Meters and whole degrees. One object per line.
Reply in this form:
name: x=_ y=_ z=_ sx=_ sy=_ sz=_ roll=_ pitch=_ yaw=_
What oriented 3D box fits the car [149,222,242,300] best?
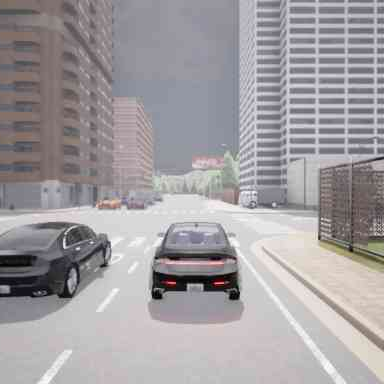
car: x=0.107 y=1.491 z=8.364 sx=2.128 sy=1.511 sz=4.902 roll=0 pitch=0 yaw=1

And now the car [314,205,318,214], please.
car: x=13.554 y=1.296 z=30.297 sx=4.553 sy=1.767 sz=2.097 roll=0 pitch=0 yaw=0

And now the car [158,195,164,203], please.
car: x=-6.976 y=1.421 z=68.969 sx=1.882 sy=1.535 sz=5.008 roll=0 pitch=0 yaw=0

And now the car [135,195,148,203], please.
car: x=-10.475 y=1.407 z=69.093 sx=1.882 sy=1.535 sz=5.008 roll=0 pitch=0 yaw=0

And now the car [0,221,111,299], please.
car: x=-3.419 y=1.505 z=8.423 sx=1.837 sy=1.490 sz=4.892 roll=0 pitch=0 yaw=0

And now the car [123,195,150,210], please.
car: x=-7.047 y=1.352 z=42.893 sx=2.097 sy=1.767 sz=4.553 roll=0 pitch=0 yaw=0

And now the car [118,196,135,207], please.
car: x=-10.560 y=1.477 z=53.964 sx=1.882 sy=1.535 sz=5.008 roll=0 pitch=0 yaw=0

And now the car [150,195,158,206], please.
car: x=-7.063 y=1.503 z=53.579 sx=1.837 sy=1.490 sz=4.892 roll=0 pitch=0 yaw=0

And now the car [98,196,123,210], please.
car: x=-10.571 y=1.352 z=42.903 sx=2.097 sy=1.767 sz=4.553 roll=0 pitch=0 yaw=0
